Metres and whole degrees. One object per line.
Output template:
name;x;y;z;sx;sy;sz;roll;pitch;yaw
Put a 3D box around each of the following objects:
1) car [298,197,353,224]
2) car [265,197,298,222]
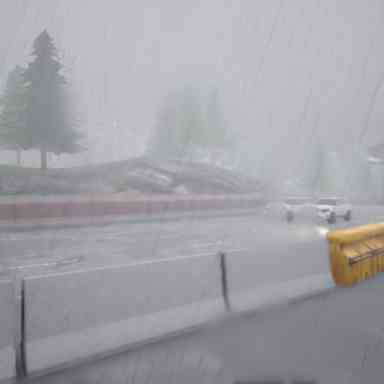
car;11.313;1.434;27.469;5.566;2.045;2.150;0;-1;-45
car;8.775;1.483;29.884;5.566;2.045;2.150;0;-1;-44
